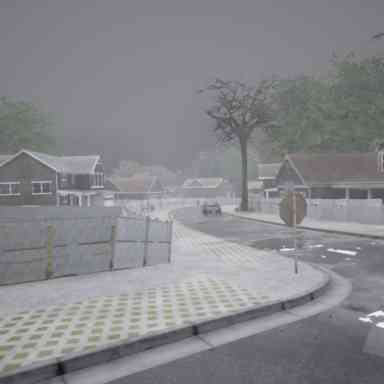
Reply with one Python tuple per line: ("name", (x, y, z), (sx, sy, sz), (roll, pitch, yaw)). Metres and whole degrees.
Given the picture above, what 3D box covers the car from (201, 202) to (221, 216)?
("car", (2.110, 1.843, 37.449), (2.128, 1.511, 4.902), (-2, 0, -4))
